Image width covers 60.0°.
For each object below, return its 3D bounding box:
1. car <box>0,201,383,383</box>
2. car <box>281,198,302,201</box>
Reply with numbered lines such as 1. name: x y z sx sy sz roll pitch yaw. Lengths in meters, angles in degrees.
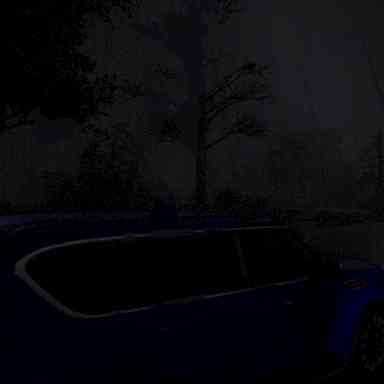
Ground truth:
1. car: 0.128 1.219 3.793 5.566 2.045 2.150 0 0 -35
2. car: 14.583 1.555 47.626 1.812 1.442 4.674 0 0 -26
